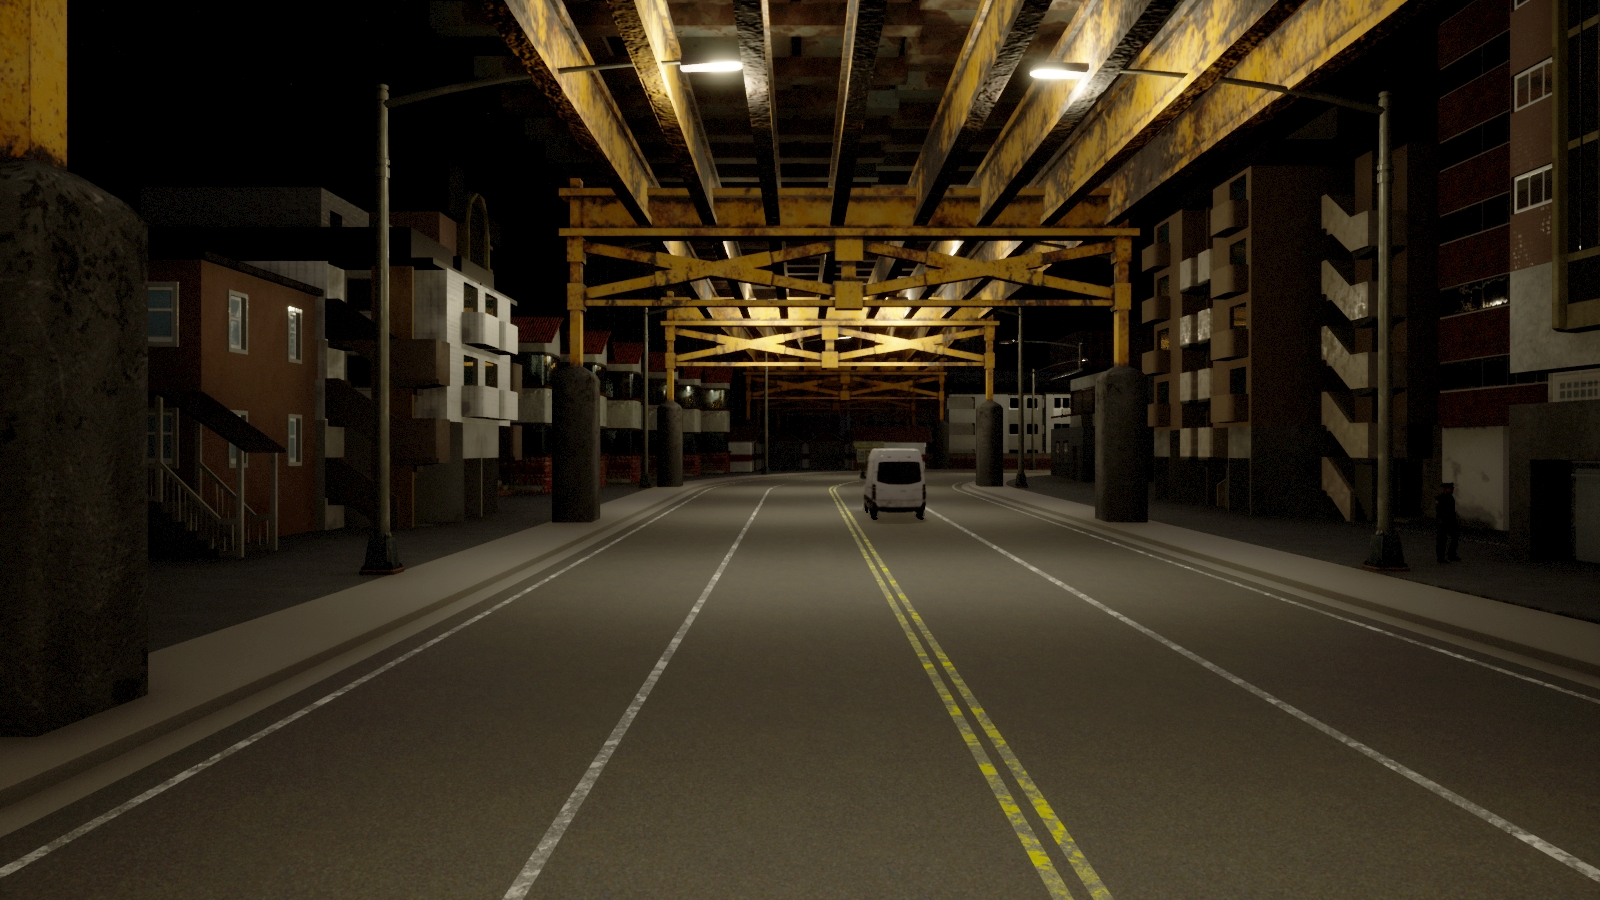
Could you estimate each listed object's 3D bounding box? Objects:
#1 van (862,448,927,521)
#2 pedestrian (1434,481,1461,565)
[{"bbox_3d":[3.519,1.212,43.488,1.988,2.561,5.915,0,1,0],"label":"van"},{"bbox_3d":[14.431,1.617,25.479,0.375,1.860,0.375,0,0,-10],"label":"pedestrian"}]
